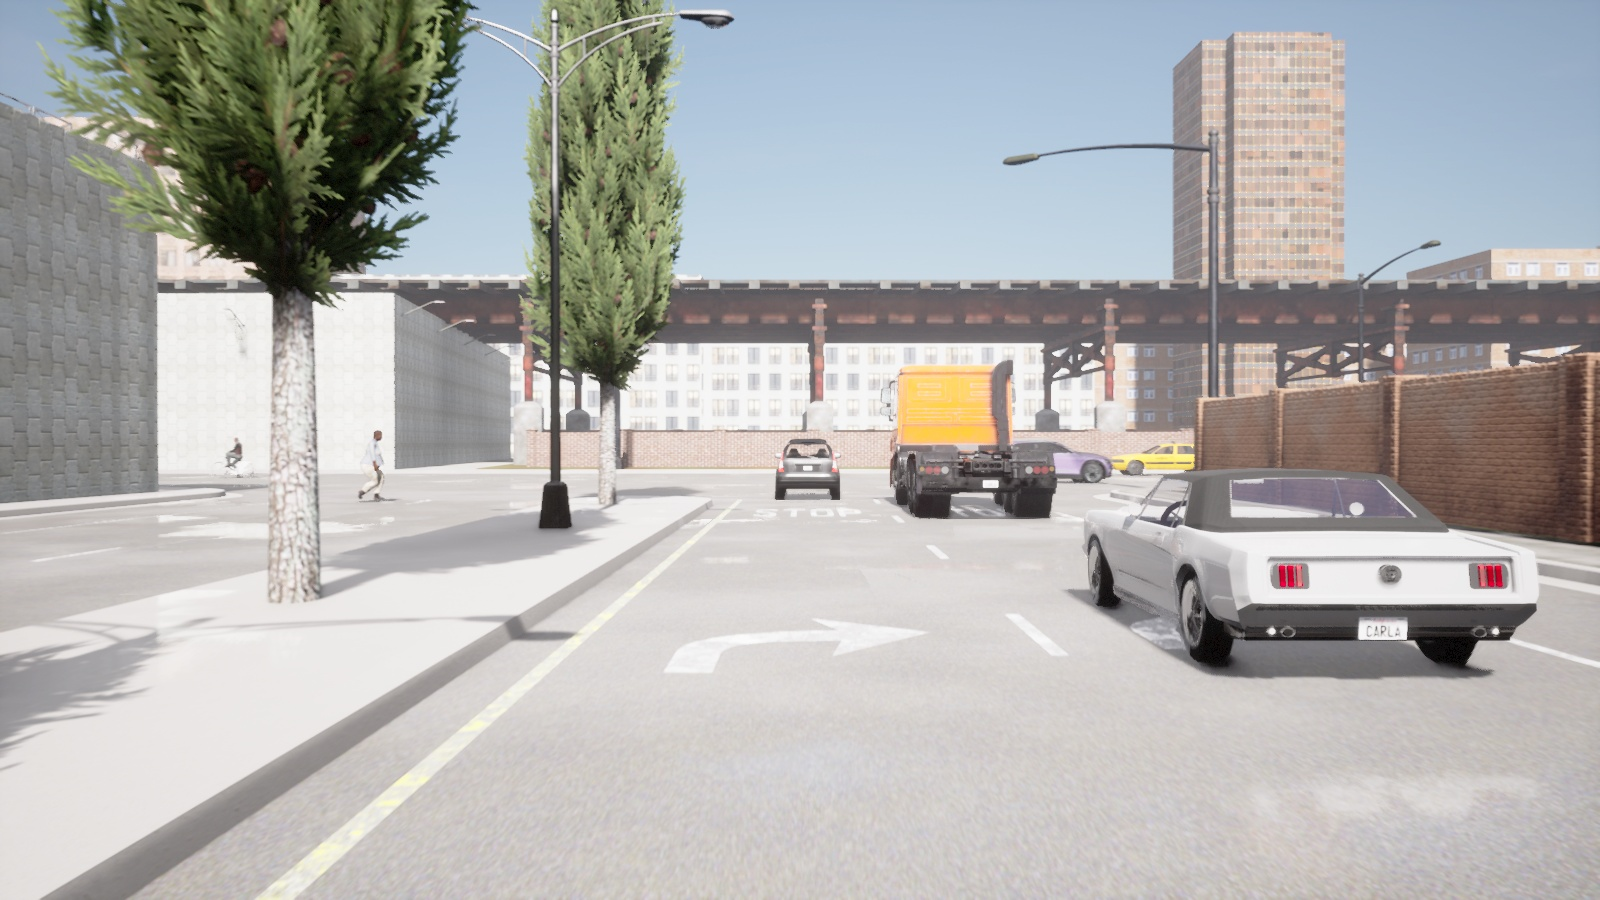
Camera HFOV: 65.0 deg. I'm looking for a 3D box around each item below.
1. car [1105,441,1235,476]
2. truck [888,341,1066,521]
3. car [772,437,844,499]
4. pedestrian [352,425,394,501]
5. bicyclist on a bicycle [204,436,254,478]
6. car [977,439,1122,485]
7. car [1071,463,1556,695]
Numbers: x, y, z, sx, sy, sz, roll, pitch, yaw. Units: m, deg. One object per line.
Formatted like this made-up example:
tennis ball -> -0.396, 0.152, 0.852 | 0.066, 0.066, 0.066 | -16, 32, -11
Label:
car -> 16.641, 0.380, 56.655 | 5.366, 1.575, 1.801 | 0, 0, 1
truck -> 3.676, -0.391, 28.075 | 2.891, 3.462, 7.936 | 0, 0, 0
car -> 0.211, 0.451, 34.437 | 1.851, 1.617, 3.988 | 0, 0, 0
pedestrian -> -10.644, 0.320, 31.323 | 0.900, 1.855, 0.874 | 0, 0, -12
bicyclist on a bicycle -> -24.445, 0.294, 53.773 | 1.843, 1.776, 0.659 | 0, 0, 1
car -> 9.148, 0.423, 46.289 | 4.856, 1.649, 2.033 | 0, 0, -4
car -> 3.571, 0.794, 9.850 | 1.895, 1.301, 4.718 | 0, 0, 0
